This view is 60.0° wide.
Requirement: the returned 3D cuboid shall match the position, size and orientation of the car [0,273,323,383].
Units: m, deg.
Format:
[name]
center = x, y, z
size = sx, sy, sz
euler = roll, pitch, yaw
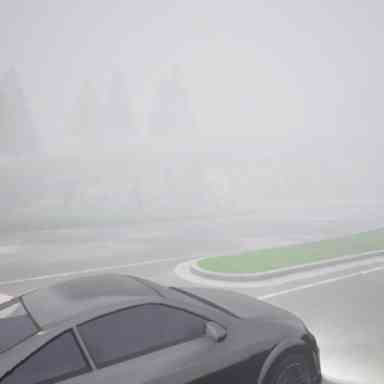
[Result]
[car]
center = -0.629, 1.562, 3.273
size = 4.181, 1.385, 1.994
euler = 0, 0, -35
